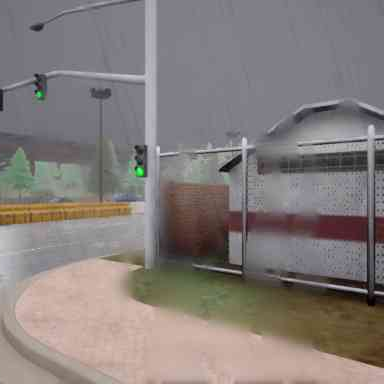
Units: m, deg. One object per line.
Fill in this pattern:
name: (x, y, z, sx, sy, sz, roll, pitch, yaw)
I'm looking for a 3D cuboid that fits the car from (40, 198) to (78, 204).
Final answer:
car: (-15.929, 1.505, 39.646, 1.837, 1.490, 4.892, 0, 0, 34)
